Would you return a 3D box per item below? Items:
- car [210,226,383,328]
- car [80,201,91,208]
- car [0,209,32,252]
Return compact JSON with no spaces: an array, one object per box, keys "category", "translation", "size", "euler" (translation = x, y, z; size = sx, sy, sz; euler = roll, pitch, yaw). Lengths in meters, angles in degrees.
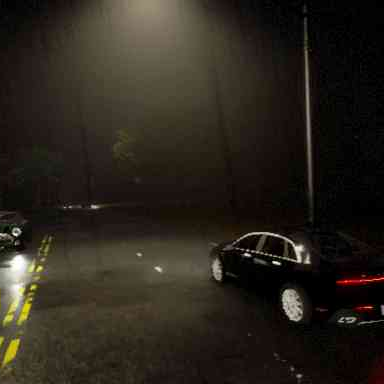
[{"category":"car","translation":[1.985,1.491,7.106],"size":[1.837,1.490,4.892],"euler":[-1,0,-21]},{"category":"car","translation":[-23.250,2.787,72.779],"size":[2.128,1.511,4.902],"euler":[-1,-1,-21]},{"category":"car","translation":[-8.611,1.681,15.156],"size":[2.097,1.767,4.553],"euler":[-1,0,-21]}]
